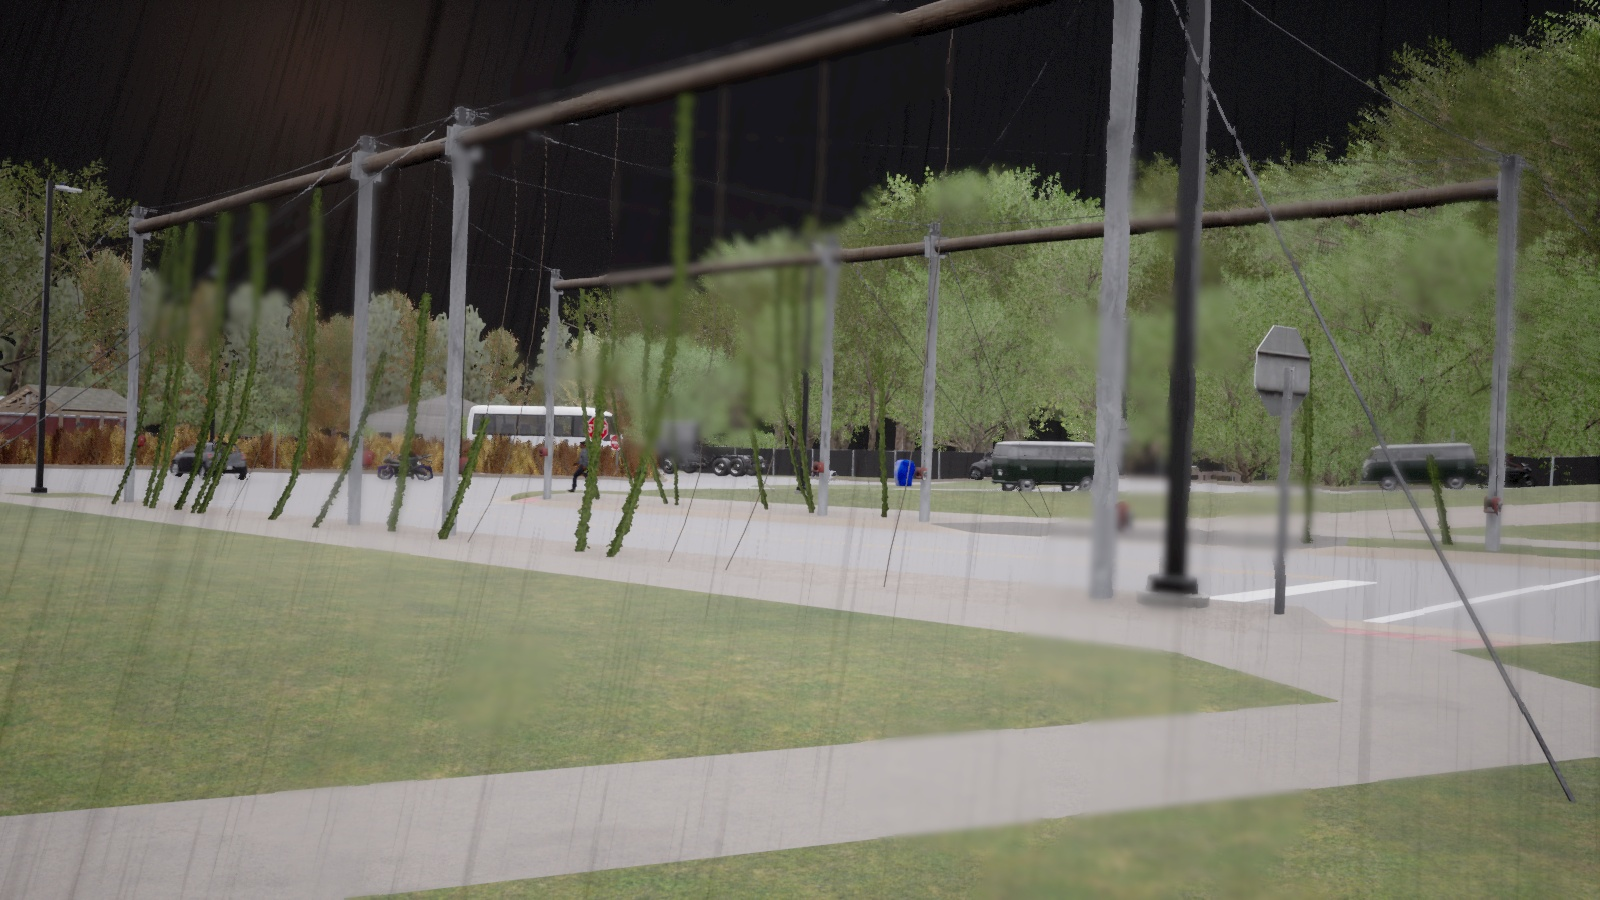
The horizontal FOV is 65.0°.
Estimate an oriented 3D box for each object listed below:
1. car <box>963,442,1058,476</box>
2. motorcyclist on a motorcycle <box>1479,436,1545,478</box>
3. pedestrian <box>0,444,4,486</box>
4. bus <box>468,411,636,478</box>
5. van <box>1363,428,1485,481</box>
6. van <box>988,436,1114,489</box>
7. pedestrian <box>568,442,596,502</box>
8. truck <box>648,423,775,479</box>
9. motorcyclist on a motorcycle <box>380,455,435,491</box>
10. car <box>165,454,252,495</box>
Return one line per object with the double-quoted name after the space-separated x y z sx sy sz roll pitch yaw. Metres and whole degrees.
11.341 0.490 67.902 2.242 1.667 4.611 -2 -1 -41 "car"
27.818 0.271 49.102 2.044 1.523 0.797 -4 -1 21 "motorcyclist on a motorcycle"
-37.076 0.678 57.535 0.873 1.952 0.659 1 0 -20 "pedestrian"
-16.414 -0.398 83.294 10.273 4.253 3.944 0 1 14 "bus"
26.467 0.213 53.423 4.442 1.987 1.775 -4 -1 23 "van"
9.631 0.455 48.267 4.442 1.987 1.775 0 1 -17 "van"
-7.226 0.728 41.603 0.788 1.949 0.423 1 0 11 "pedestrian"
-5.781 0.028 81.616 7.936 3.462 2.891 0 1 27 "truck"
-16.923 0.985 54.115 2.191 1.530 0.866 0 1 -21 "motorcyclist on a motorcycle"
-23.795 0.939 50.476 3.633 1.501 1.845 2 1 41 "car"
